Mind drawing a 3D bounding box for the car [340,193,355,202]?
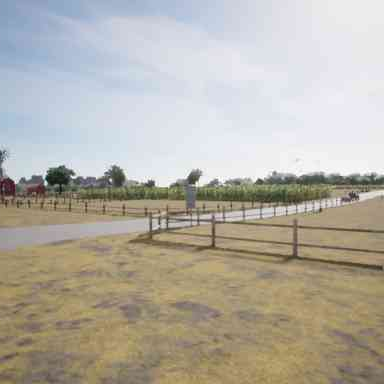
[{"bbox_3d":[39.488,1.632,85.282,1.882,1.535,5.008,-1,0,36],"label":"car"}]
